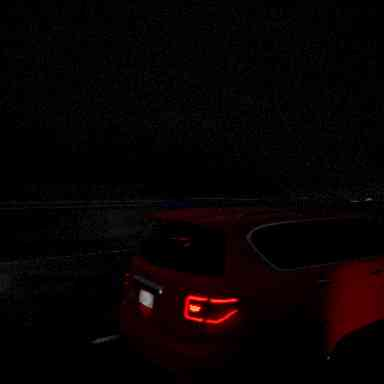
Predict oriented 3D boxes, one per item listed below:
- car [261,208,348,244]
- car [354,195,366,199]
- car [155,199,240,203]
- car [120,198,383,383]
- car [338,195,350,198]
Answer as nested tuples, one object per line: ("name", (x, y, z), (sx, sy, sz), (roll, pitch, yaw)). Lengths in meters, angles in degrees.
("car", (5.581, 1.557, 16.328), (4.181, 1.385, 1.994), (0, 0, -36))
("car", (43.018, 1.489, 85.054), (1.895, 1.301, 4.718), (1, 1, 39))
("car", (1.271, 1.218, 8.941), (5.566, 2.045, 2.150), (0, 0, -35))
("car", (1.695, 1.220, 5.077), (5.566, 2.045, 2.150), (0, 0, -36))
("car", (33.105, 1.400, 72.780), (2.097, 1.767, 4.553), (1, 1, 38))
